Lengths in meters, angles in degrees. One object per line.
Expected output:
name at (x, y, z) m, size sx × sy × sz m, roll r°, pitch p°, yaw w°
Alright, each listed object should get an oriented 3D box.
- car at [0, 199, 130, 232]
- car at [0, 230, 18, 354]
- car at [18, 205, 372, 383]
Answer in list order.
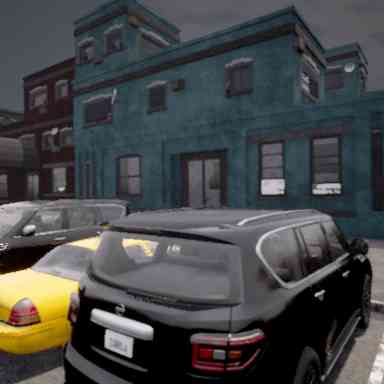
car at (-3.658, 1.228, 7.928) m, size 2.435 × 2.045 × 5.566 m, roll 0°, pitch 0°, yaw 35°
car at (-1.169, 1.475, 6.416) m, size 1.946 × 1.575 × 5.366 m, roll 0°, pitch 0°, yaw 35°
car at (1.004, 1.228, 4.674) m, size 2.435 × 2.045 × 5.566 m, roll 0°, pitch 0°, yaw 35°
